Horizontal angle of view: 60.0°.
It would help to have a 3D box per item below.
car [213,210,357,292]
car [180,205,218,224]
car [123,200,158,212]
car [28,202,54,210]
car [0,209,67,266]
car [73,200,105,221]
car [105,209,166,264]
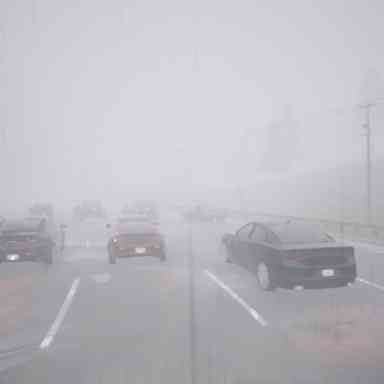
[{"bbox_3d":[2.234,1.477,9.083,1.882,1.535,5.008,0,0,-11],"label":"car"},{"bbox_3d":[0.726,1.654,25.078,1.895,1.301,4.718,-1,0,-23],"label":"car"},{"bbox_3d":[-4.425,1.462,27.813,2.097,1.767,4.553,-1,0,-26],"label":"car"},{"bbox_3d":[-14.048,1.717,31.003,1.837,1.490,4.892,0,0,-30],"label":"car"},{"bbox_3d":[-5.617,1.588,11.651,1.837,1.490,4.892,0,0,-15],"label":"car"},{"bbox_3d":[-9.119,1.512,29.315,2.097,1.767,4.553,-1,0,-28],"label":"car"},{"bbox_3d":[-2.119,1.576,12.131,1.812,1.442,4.674,0,0,-15],"label":"car"}]
